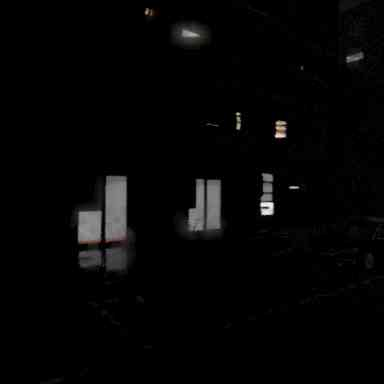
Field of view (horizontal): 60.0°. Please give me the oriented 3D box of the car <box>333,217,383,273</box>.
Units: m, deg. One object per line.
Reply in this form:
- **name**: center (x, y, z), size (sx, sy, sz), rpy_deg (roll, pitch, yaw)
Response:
- **car**: center (5.396, 1.486, 10.398), size (4.403, 1.369, 2.008), rpy_deg (0, 1, -36)

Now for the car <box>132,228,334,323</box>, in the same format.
- **car**: center (0.863, 1.535, 7.162), size (4.313, 1.339, 1.947), rpy_deg (0, 1, -36)
